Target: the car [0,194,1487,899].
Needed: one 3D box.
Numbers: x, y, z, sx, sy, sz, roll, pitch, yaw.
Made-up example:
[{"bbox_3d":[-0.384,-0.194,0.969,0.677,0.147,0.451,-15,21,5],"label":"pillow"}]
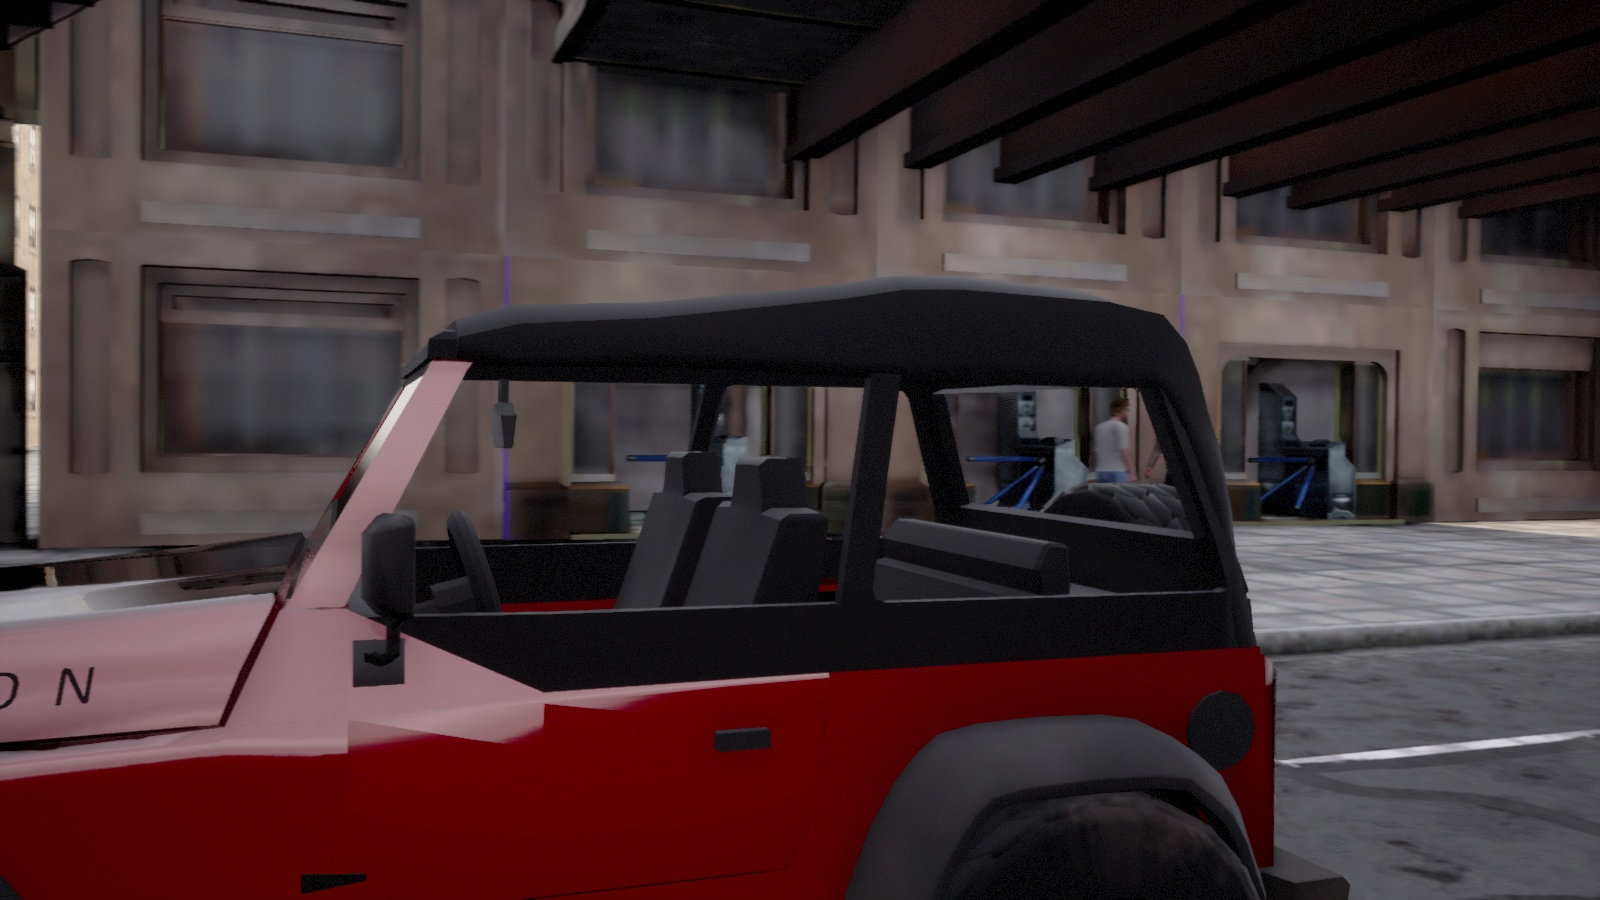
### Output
[{"bbox_3d":[-0.659,0.557,2.948,3.866,1.878,1.905,-1,1,-20],"label":"car"}]
